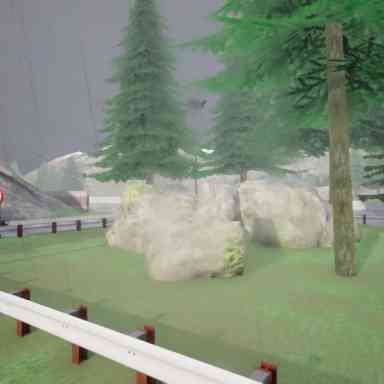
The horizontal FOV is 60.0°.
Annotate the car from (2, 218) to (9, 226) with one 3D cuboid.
[{"bbox_3d":[-11.213,1.359,15.204,5.357,1.411,2.033,0,0,9],"label":"car"}]
